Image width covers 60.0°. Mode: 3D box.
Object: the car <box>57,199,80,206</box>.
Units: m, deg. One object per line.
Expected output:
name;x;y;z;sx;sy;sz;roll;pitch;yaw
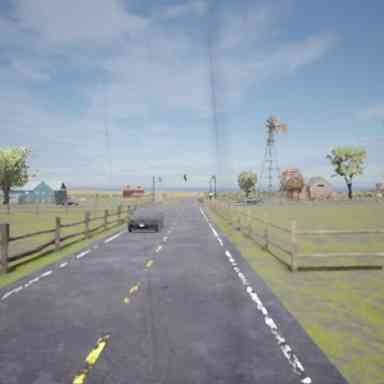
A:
car;-25.773;2.340;69.711;4.892;1.490;1.837;-1;1;0

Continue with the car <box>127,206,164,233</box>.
car;-2.858;1.658;21.412;1.882;1.535;5.008;0;-1;0
